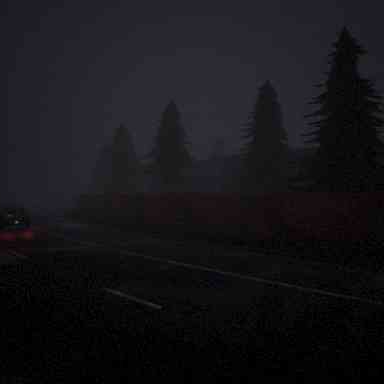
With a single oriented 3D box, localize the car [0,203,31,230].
[{"bbox_3d":[-12.652,1.740,23.297,2.128,1.511,4.902,1,-1,-36],"label":"car"}]
